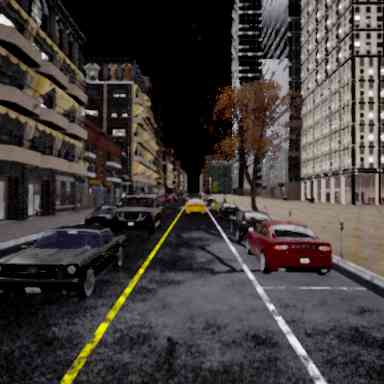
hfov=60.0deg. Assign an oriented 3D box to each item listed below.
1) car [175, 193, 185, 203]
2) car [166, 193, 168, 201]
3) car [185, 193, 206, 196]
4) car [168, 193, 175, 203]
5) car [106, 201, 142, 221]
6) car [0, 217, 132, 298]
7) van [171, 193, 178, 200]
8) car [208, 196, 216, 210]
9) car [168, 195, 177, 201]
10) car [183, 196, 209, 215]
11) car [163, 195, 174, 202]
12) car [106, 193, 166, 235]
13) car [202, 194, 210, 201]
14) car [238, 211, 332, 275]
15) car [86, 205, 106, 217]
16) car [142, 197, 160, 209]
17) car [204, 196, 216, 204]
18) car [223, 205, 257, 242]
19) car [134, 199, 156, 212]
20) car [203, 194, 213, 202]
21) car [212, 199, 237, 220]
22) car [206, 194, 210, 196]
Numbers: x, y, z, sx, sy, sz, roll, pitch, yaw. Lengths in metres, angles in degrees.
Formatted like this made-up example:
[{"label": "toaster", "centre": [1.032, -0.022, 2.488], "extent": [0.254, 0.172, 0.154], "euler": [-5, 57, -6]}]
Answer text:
[{"label": "car", "centre": [-2.405, 1.156, 66.920], "extent": [2.150, 2.045, 5.566], "euler": [0, 0, 1]}, {"label": "car", "centre": [-5.234, 1.224, 49.436], "extent": [2.192, 1.841, 5.009], "euler": [1, 0, 1]}, {"label": "car", "centre": [0.494, 1.290, 44.844], "extent": [2.097, 1.767, 4.553], "euler": [0, 0, 0]}, {"label": "car", "centre": [-5.081, 1.205, 66.143], "extent": [2.192, 1.841, 5.009], "euler": [1, 0, 1]}, {"label": "car", "centre": [-5.443, 1.487, 27.158], "extent": [2.008, 1.369, 4.403], "euler": [1, 0, 1]}, {"label": "car", "centre": [-3.035, 1.575, 8.585], "extent": [1.895, 1.301, 4.718], "euler": [0, 0, 1]}, {"label": "van", "centre": [-4.825, 1.203, 93.991], "extent": [1.690, 1.788, 3.998], "euler": [1, 0, 1]}, {"label": "car", "centre": [3.041, 1.483, 38.389], "extent": [1.752, 1.417, 4.829], "euler": [1, 0, 1]}, {"label": "car", "centre": [-4.932, 1.439, 82.852], "extent": [1.947, 1.339, 4.313], "euler": [1, 0, 1]}, {"label": "car", "centre": [0.380, 1.431, 32.689], "extent": [1.882, 1.535, 5.008], "euler": [0, 0, 1]}, {"label": "car", "centre": [-5.034, 1.429, 71.713], "extent": [1.887, 1.381, 4.507], "euler": [1, 0, 1]}, {"label": "car", "centre": [-2.929, 1.181, 18.839], "extent": [2.150, 2.045, 5.566], "euler": [0, 0, 1]}, {"label": "car", "centre": [3.450, 1.349, 82.774], "extent": [1.967, 1.590, 4.097], "euler": [1, 0, 1]}, {"label": "car", "centre": [2.783, 1.541, 10.371], "extent": [1.887, 1.381, 4.507], "euler": [1, 0, 1]}, {"label": "car", "centre": [-5.495, 1.510, 21.589], "extent": [1.947, 1.339, 4.313], "euler": [1, 0, 1]}, {"label": "car", "centre": [-5.291, 1.441, 43.696], "extent": [1.752, 1.417, 4.829], "euler": [1, 0, 1]}, {"label": "car", "centre": [3.244, 1.483, 60.495], "extent": [2.008, 1.369, 4.403], "euler": [1, 0, 1]}, {"label": "car", "centre": [2.834, 1.539, 15.941], "extent": [2.008, 1.369, 4.403], "euler": [1, 0, 1]}, {"label": "car", "centre": [-5.341, 1.488, 38.297], "extent": [1.947, 1.339, 4.313], "euler": [1, 0, 1]}, {"label": "car", "centre": [3.348, 1.360, 71.634], "extent": [1.967, 1.590, 4.097], "euler": [1, 0, 1]}, {"label": "car", "centre": [2.936, 1.523, 27.080], "extent": [2.008, 1.369, 4.403], "euler": [1, 0, 1]}, {"label": "car", "centre": [3.192, 1.489, 54.928], "extent": [2.008, 1.369, 4.403], "euler": [1, 0, 1]}]
